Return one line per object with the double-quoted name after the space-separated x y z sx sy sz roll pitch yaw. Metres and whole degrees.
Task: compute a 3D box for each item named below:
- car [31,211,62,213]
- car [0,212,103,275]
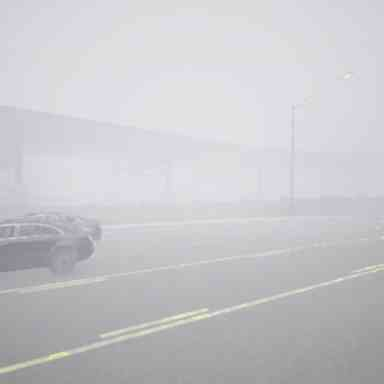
-5.869 1.502 12.656 4.902 1.511 2.128 0 0 -35 "car"
-5.108 1.495 8.916 4.902 1.511 2.128 0 0 -35 "car"
